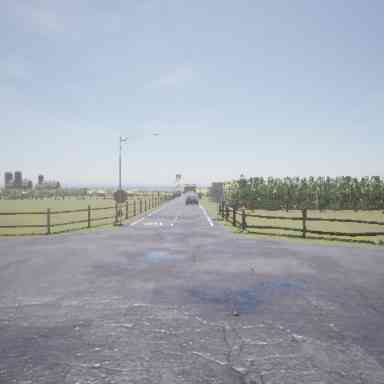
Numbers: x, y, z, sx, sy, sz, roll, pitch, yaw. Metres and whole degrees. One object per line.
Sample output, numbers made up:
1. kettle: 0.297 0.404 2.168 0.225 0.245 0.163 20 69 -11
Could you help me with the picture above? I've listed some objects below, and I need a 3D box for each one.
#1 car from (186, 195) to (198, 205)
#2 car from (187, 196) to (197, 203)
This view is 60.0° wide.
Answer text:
1. car: 0.011 1.297 58.119 2.097 1.767 4.553 0 0 0
2. car: 0.013 1.476 68.155 2.033 1.411 5.357 0 0 0
